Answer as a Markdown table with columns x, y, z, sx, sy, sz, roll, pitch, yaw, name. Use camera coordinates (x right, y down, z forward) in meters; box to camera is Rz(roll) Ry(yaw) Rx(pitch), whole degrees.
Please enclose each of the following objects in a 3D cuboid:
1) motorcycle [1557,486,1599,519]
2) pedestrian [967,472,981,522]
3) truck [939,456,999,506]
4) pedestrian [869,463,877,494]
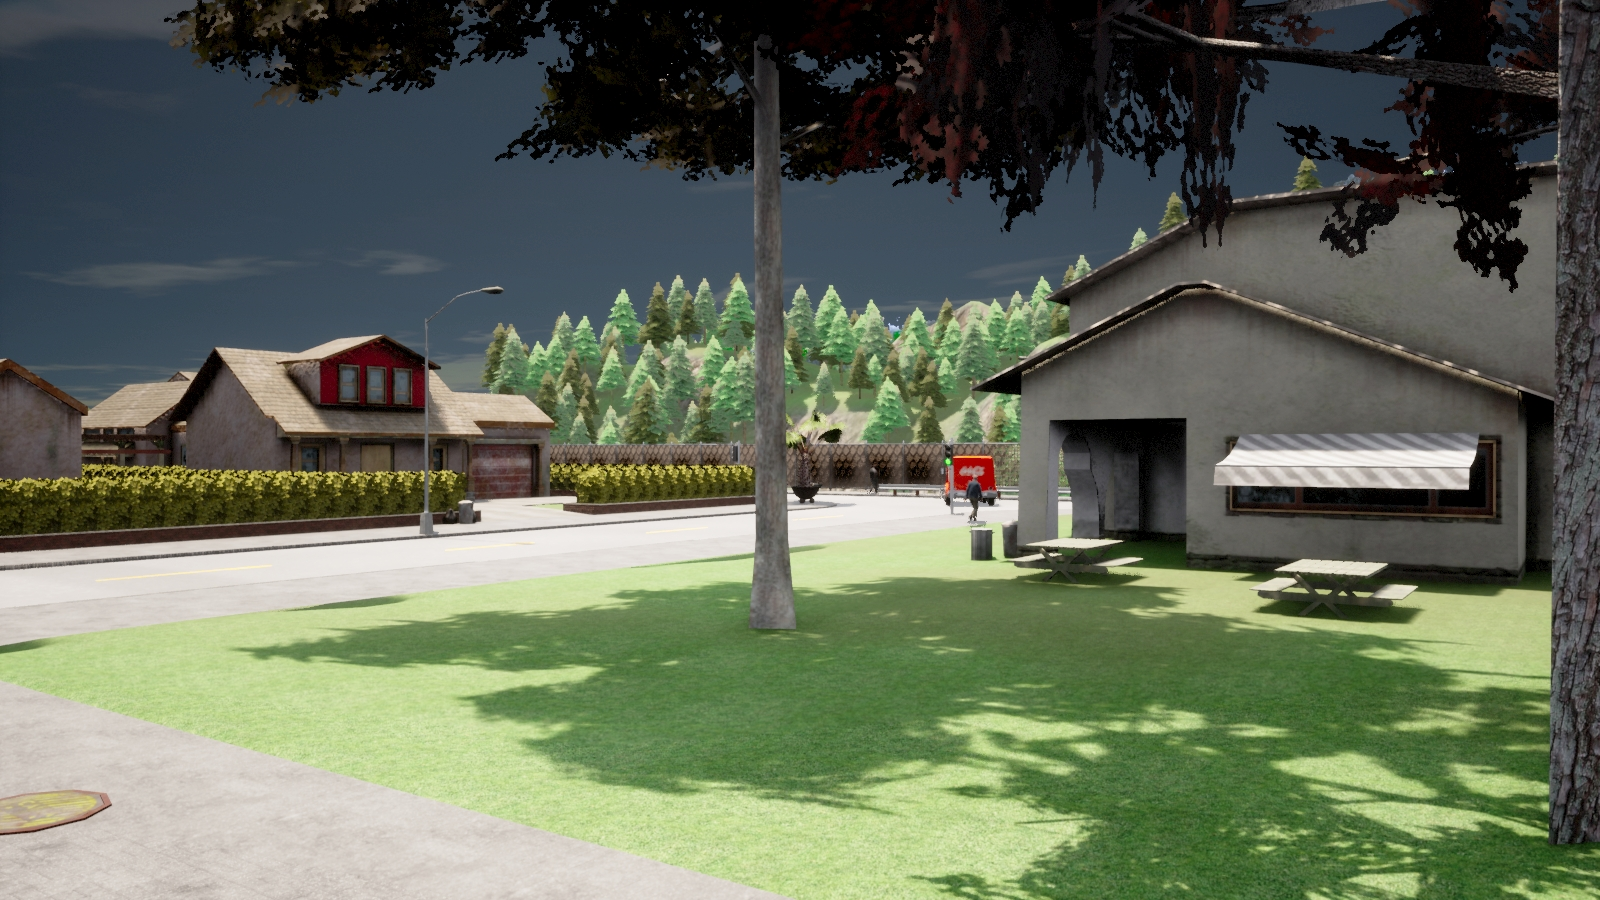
| x | y | z | sx | sy | sz | roll | pitch | yaw | name |
| --- | --- | --- | --- | --- | --- | --- | --- | --- | --- |
| 32.531 | 2.155 | 46.949 | 2.356 | 1.307 | 0.764 | 0 | 0 | 35 | motorcycle |
| 6.438 | 1.737 | 42.331 | 0.375 | 1.860 | 0.375 | 0 | 0 | 35 | pedestrian |
| 8.715 | 1.562 | 59.434 | 2.627 | 2.467 | 5.204 | 0 | 0 | 3 | truck |
| 4.447 | 1.745 | 69.554 | 0.375 | 1.860 | 0.375 | 0 | 0 | -31 | pedestrian |
